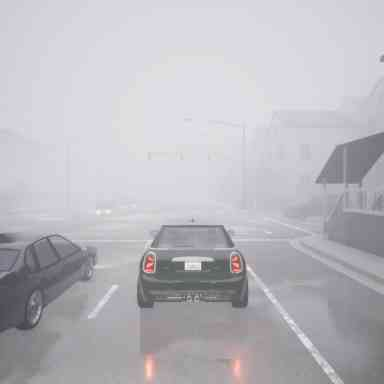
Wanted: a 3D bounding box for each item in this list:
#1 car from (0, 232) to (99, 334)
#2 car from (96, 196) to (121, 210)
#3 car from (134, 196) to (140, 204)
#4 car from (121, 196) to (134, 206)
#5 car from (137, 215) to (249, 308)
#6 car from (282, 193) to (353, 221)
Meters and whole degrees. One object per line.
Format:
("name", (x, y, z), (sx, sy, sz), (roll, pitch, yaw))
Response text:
("car", (-3.486, 1.547, 6.823), (2.033, 1.411, 5.357), (0, 0, 0))
("car", (-11.030, 1.564, 43.200), (1.994, 1.385, 4.181), (0, 0, -1))
("car", (-11.185, 1.491, 64.318), (2.128, 1.511, 4.902), (0, 0, 0))
("car", (-11.120, 1.352, 52.863), (2.097, 1.767, 4.553), (0, 0, -1))
("car", (0.005, 1.352, 8.104), (2.097, 1.767, 4.553), (0, 0, 0))
("car", (10.457, 1.259, 27.859), (5.566, 2.045, 2.150), (-4, 0, -1))
